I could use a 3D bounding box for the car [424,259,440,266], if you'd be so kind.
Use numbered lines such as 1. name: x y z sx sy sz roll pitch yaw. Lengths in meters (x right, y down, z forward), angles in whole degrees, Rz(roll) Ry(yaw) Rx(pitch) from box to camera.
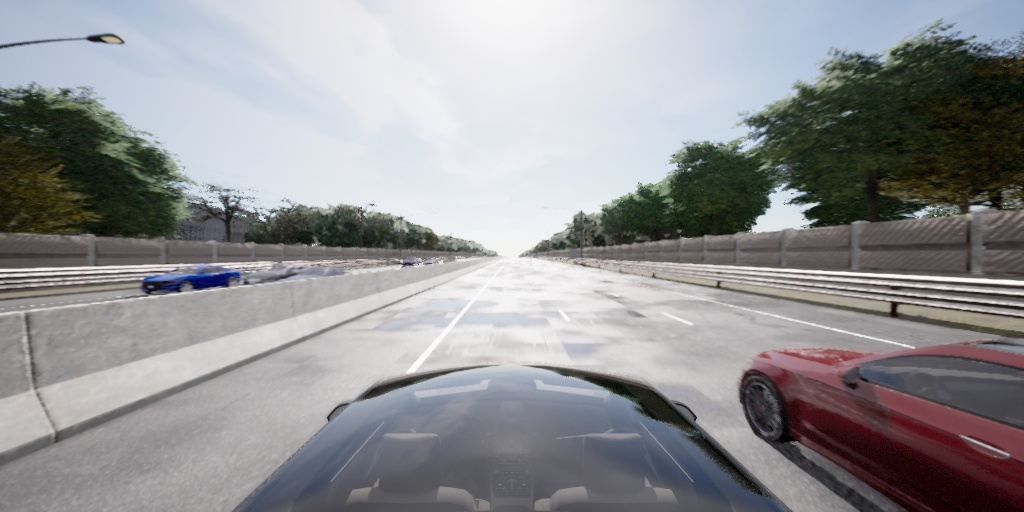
1. car: -13.959 1.147 63.143 2.033 1.411 5.357 0 0 0

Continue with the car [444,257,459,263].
1. car: -10.473 0.953 62.361 2.097 1.767 4.553 0 0 1

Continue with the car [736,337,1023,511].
1. car: 3.600 1.275 2.350 1.812 1.442 4.674 0 0 0

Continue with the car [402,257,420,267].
1. car: -17.469 0.955 62.353 2.097 1.767 4.553 0 0 1

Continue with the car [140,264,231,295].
1. car: -17.578 1.223 19.955 1.882 1.535 5.008 0 0 0

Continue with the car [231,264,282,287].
1. car: -14.068 1.232 21.941 2.128 1.511 4.902 0 0 0

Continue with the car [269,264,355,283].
1. car: -10.582 1.291 19.990 2.033 1.411 5.357 0 0 0
